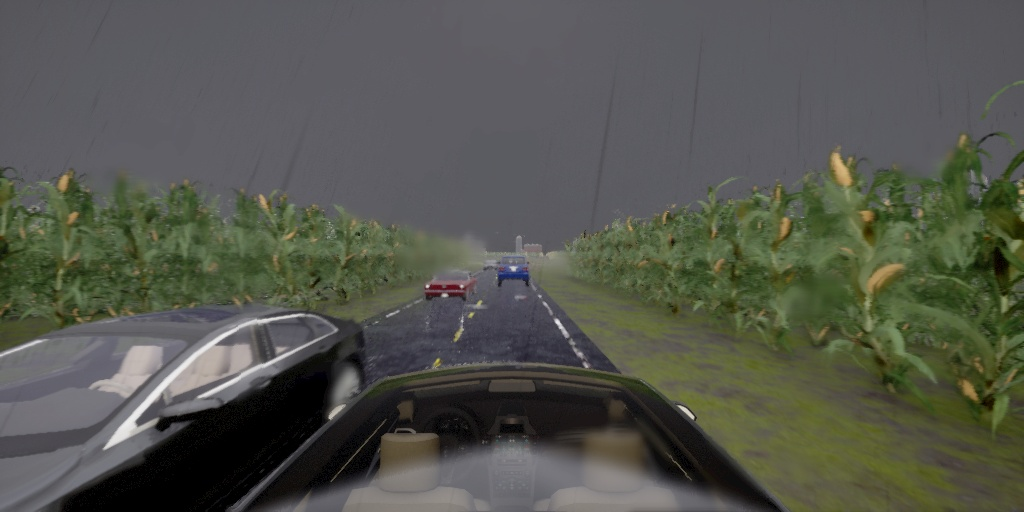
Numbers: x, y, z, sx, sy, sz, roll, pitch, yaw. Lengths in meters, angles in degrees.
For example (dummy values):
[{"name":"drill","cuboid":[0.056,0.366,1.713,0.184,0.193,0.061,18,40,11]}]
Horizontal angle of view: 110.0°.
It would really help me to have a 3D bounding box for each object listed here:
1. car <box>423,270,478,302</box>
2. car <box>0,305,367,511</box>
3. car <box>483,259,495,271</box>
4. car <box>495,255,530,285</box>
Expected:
[{"name":"car","cuboid":[-2.805,1.352,17.169,1.895,1.301,4.718,0,0,0]},{"name":"car","cuboid":[-2.846,1.242,2.867,2.128,1.511,4.902,0,0,0]},{"name":"car","cuboid":[-2.815,1.232,48.175,1.837,1.490,4.892,0,0,0]},{"name":"car","cuboid":[0.107,0.971,25.965,2.150,2.045,5.566,0,0,0]}]
